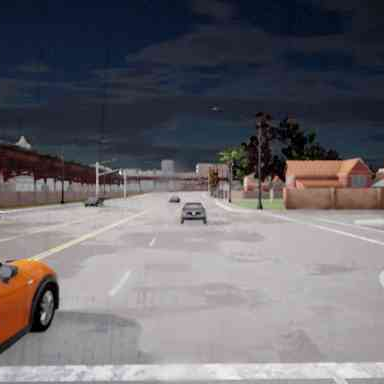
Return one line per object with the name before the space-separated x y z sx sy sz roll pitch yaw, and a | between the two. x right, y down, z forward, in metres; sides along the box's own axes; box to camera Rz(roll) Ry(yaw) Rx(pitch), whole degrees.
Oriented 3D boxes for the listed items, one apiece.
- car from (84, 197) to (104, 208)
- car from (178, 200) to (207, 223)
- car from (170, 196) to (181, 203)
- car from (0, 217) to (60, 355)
car | -14.046 1.449 47.940 1.837 1.490 4.892 0 0 0
car | 0.122 1.519 25.137 2.033 1.411 5.357 0 0 0
car | -3.338 1.490 66.023 1.994 1.385 4.181 0 0 0
car | -3.402 1.347 3.988 2.097 1.767 4.553 0 0 2
